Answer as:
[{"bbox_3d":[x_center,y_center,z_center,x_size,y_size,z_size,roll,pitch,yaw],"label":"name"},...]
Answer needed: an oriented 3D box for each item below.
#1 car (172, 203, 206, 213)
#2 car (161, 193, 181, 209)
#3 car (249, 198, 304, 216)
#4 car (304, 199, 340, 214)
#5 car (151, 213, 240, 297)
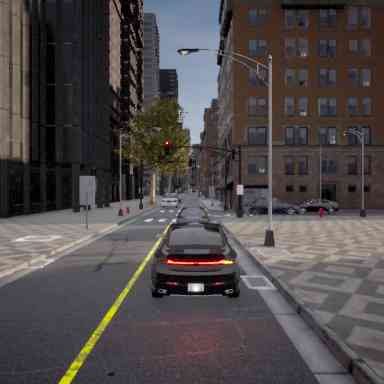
[{"bbox_3d":[0.057,1.547,18.263,2.033,1.411,5.357,0,0,0],"label":"car"},{"bbox_3d":[-3.090,1.216,47.028,2.150,2.045,5.566,0,1,0],"label":"car"},{"bbox_3d":[7.661,1.342,31.144,4.553,1.767,2.097,0,0,5],"label":"car"},{"bbox_3d":[12.610,1.471,34.241,4.902,1.511,2.128,0,0,0],"label":"car"},{"bbox_3d":[0.082,1.505,8.527,1.837,1.490,4.892,0,0,0],"label":"car"}]
